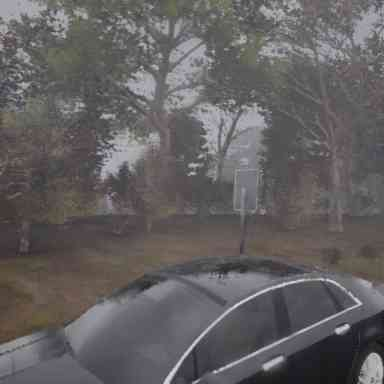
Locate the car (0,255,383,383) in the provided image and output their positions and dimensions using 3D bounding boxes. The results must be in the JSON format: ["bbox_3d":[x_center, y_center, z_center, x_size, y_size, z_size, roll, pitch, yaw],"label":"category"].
[{"bbox_3d":[0.150,1.502,3.251,4.892,1.490,1.837,0,0,-36],"label":"car"}]
